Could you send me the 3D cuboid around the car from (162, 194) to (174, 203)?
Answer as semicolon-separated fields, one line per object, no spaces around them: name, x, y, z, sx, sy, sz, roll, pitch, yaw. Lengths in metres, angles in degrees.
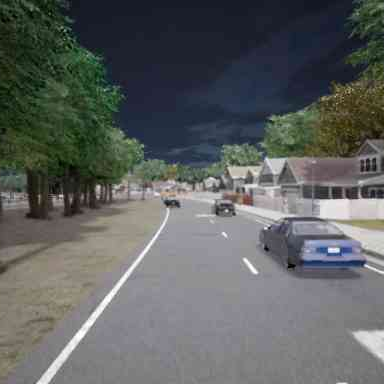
car;-4.528;1.220;62.034;1.801;1.575;5.366;0;0;-8

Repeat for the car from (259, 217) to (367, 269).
car;3.591;1.524;10.956;2.033;1.411;5.357;0;0;0

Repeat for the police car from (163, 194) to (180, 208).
police car;-2.685;1.292;46.032;1.930;1.638;5.238;0;0;-5

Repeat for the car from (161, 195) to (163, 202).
car;-3.737;1.313;55.884;1.837;1.490;4.892;0;0;-7

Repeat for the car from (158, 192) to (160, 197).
car;-6.335;1.089;79.993;2.033;1.411;5.357;0;0;-11

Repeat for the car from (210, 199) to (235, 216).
car;2.966;1.428;32.176;1.837;1.490;4.892;0;0;-3
